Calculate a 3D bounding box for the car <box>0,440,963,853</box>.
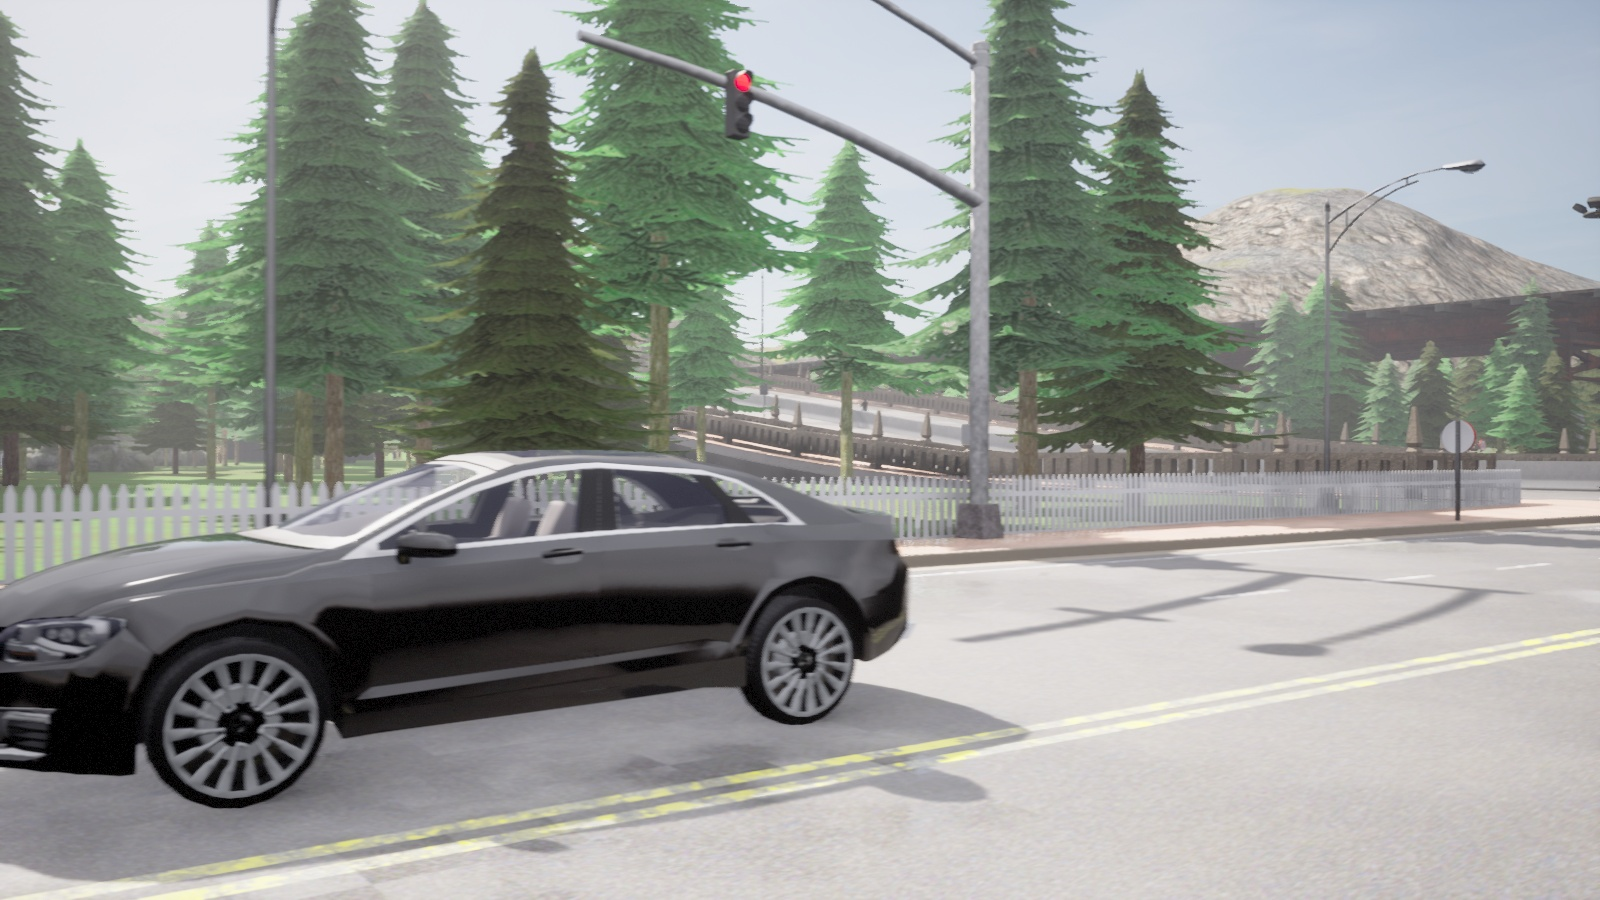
[{"bbox_3d":[-1.678,0.722,6.755,4.902,1.511,2.128,0,0,-35],"label":"car"}]
